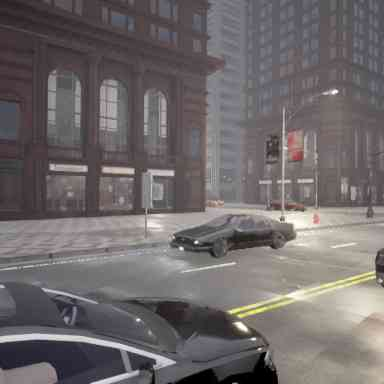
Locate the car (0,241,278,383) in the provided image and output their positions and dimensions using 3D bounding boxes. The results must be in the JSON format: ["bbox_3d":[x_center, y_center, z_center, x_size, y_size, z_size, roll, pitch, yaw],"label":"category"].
[{"bbox_3d":[-1.421,1.492,2.426,4.902,1.511,2.128,0,0,-35],"label":"car"}]

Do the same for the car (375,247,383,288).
[{"bbox_3d":[6.198,1.516,7.843,4.892,1.490,1.837,0,0,-35],"label":"car"}]

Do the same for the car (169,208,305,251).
[{"bbox_3d":[1.804,1.557,12.933,5.357,1.411,2.033,0,0,-35],"label":"car"}]

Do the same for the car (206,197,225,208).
[{"bbox_3d":[3.121,1.611,51.753,2.097,1.767,4.553,1,-1,-35],"label":"car"}]

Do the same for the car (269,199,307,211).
[{"bbox_3d":[11.424,1.672,40.046,1.882,1.535,5.008,1,-1,-35],"label":"car"}]
